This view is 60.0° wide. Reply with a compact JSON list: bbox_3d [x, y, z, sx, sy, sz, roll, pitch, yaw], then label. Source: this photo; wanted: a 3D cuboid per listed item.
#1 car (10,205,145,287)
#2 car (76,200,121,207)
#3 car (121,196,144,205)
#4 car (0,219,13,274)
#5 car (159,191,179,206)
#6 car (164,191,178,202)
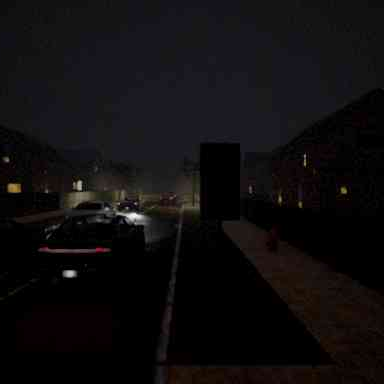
[{"bbox_3d":[-2.400,1.321,8.828,2.128,1.511,4.902,0,1,-1],"label":"car"},{"bbox_3d":[-5.413,1.186,18.131,1.812,1.442,4.674,0,1,-1],"label":"car"},{"bbox_3d":[-5.628,1.055,30.906,1.895,1.301,4.718,0,1,-1],"label":"car"},{"bbox_3d":[-5.265,1.383,7.842,2.033,1.411,5.357,0,1,0],"label":"car"},{"bbox_3d":[-2.895,0.823,39.759,2.128,1.511,4.902,0,1,0],"label":"car"},{"bbox_3d":[-3.115,0.698,49.828,1.837,1.490,4.892,0,1,-1],"label":"car"}]
